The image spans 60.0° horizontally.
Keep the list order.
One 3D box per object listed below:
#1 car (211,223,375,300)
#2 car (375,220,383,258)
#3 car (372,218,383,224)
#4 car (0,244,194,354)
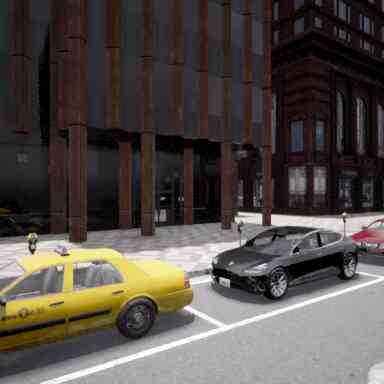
[{"bbox_3d":[2.480,1.566,8.401,4.313,1.339,1.947,0,0,-35],"label":"car"},{"bbox_3d":[6.906,1.492,8.276,4.902,1.511,2.128,0,0,-35],"label":"car"},{"bbox_3d":[7.077,1.583,11.664,4.206,1.307,1.802,0,0,-35],"label":"car"},{"bbox_3d":[-2.255,1.525,5.040,4.829,1.417,1.752,0,0,-35],"label":"car"}]
